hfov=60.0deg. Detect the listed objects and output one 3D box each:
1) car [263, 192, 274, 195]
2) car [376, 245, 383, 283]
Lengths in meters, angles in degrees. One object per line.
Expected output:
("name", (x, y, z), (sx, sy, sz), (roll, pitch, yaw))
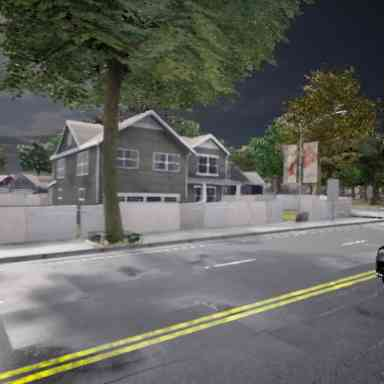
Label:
("car", (14.678, 1.100, 63.432), (2.150, 2.045, 5.566), (1, 0, -12))
("car", (6.284, 1.485, 7.920), (4.902, 1.511, 2.128), (0, 0, -35))
